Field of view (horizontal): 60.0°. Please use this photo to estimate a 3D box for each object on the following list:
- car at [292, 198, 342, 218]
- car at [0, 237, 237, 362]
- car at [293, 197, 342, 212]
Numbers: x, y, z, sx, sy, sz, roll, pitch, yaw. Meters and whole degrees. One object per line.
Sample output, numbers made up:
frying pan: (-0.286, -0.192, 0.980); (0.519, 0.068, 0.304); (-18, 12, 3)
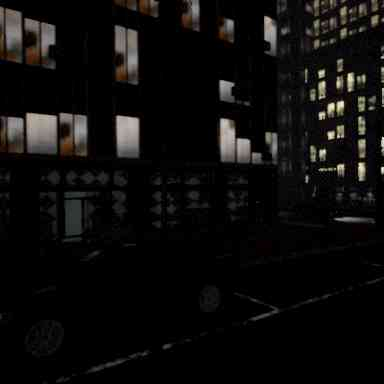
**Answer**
car: (10.862, 1.432, 29.217); (1.994, 1.385, 4.181); (-1, 1, -35)
car: (-1.220, 1.543, 5.864); (4.507, 1.381, 1.887); (0, -1, -36)
car: (13.359, 1.262, 35.725); (1.752, 1.417, 4.829); (-1, 1, -35)
